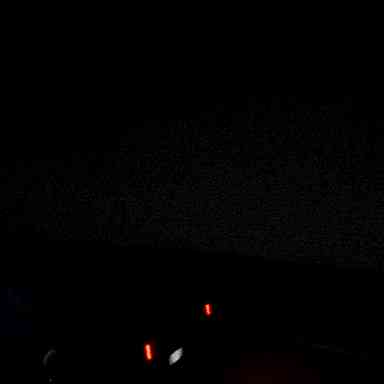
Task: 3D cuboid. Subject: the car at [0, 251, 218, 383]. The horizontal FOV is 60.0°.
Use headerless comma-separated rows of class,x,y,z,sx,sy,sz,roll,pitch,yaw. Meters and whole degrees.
car,-2.121,1.576,4.877,4.718,1.301,1.895,0,0,29
